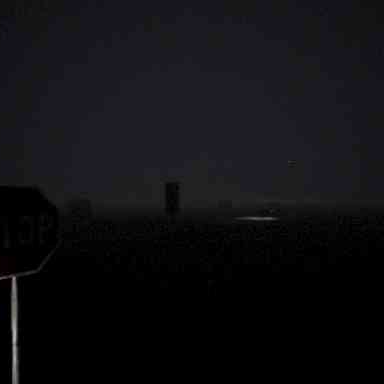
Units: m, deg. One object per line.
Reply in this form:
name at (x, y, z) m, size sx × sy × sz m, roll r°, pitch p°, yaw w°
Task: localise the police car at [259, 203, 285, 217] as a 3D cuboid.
police car at (9.745, 2.113, 40.617) m, size 1.930 × 1.638 × 5.238 m, roll -2°, pitch -2°, yaw 35°
